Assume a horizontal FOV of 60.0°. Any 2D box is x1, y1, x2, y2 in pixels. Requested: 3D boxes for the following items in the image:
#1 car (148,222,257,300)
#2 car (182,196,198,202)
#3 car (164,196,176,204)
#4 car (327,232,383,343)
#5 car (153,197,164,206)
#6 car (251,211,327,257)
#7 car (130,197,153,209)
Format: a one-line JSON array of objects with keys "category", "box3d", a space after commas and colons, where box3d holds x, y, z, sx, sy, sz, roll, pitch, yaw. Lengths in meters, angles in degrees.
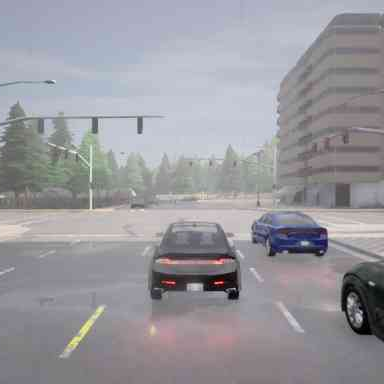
[{"category": "car", "box3d": [0.067, 1.492, 8.383, 2.128, 1.511, 4.902, 0, 0, 0]}, {"category": "car", "box3d": [-0.369, 1.524, 74.586, 1.812, 1.442, 4.674, 0, 0, 31]}, {"category": "car", "box3d": [-4.514, 1.525, 65.448, 1.812, 1.442, 4.674, 0, 0, 18]}, {"category": "car", "box3d": [3.600, 1.352, 3.877, 2.097, 1.767, 4.553, 0, 0, 0]}, {"category": "car", "box3d": [-6.467, 1.564, 55.804, 1.994, 1.385, 4.181, 0, 0, 5]}, {"category": "car", "box3d": [3.586, 1.478, 13.028, 1.882, 1.535, 5.008, 0, 0, 0]}, {"category": "car", "box3d": [-7.052, 1.547, 45.476, 2.033, 1.411, 5.357, 0, 0, 1]}]
